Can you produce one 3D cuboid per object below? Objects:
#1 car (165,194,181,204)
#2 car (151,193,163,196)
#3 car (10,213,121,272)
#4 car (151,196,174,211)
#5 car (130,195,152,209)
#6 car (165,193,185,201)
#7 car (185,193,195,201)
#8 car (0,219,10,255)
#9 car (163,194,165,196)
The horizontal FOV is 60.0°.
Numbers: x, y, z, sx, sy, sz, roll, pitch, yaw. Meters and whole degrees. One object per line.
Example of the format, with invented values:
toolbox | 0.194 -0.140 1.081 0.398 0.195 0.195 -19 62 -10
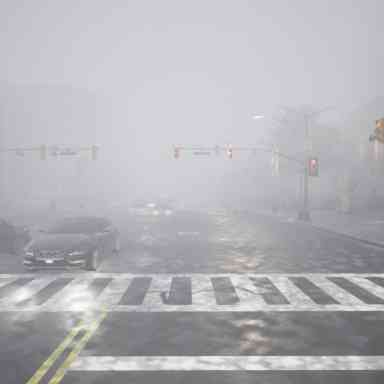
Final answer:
car | -3.692 1.547 64.784 2.033 1.411 5.357 0 0 0
car | -7.183 1.492 62.557 2.128 1.511 4.902 0 0 0
car | -3.612 1.504 10.839 1.837 1.490 4.892 0 0 0
car | -3.648 1.525 41.563 1.812 1.442 4.674 0 0 0
car | -7.152 1.547 45.737 2.033 1.411 5.357 0 0 0
car | -4.335 1.355 86.140 2.097 1.767 4.553 0 0 -29
car | -1.292 1.225 87.845 2.150 2.045 5.566 0 0 -29
car | -7.107 1.547 10.565 2.033 1.411 5.357 0 0 0
car | -7.871 1.595 75.050 1.895 1.301 4.718 0 0 -11
